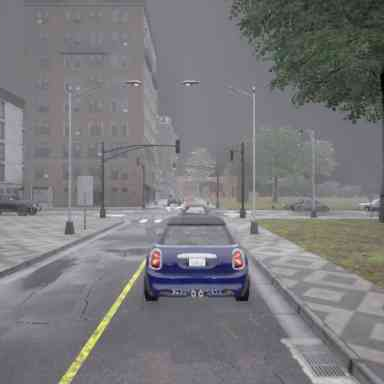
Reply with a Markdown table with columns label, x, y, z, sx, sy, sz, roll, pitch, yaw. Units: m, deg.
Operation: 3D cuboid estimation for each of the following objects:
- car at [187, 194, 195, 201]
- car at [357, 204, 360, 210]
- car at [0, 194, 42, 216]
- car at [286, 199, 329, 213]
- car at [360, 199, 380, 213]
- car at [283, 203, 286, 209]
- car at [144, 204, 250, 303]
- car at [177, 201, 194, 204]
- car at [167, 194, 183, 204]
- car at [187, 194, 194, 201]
| label | x | y | z | sx | sy | sz | roll | pitch | yaw |
| --- | --- | --- | --- | --- | --- | --- | --- | --- | --- |
| car | -0.418 | 1.553 | 85.162 | 2.097 | 1.767 | 4.553 | 0 | 0 | 0 |
| car | 22.946 | 1.638 | 41.162 | 4.674 | 1.442 | 1.812 | 0 | -1 | 0 |
| car | -17.124 | 1.193 | 31.111 | 5.566 | 2.045 | 2.150 | 0 | -1 | 0 |
| car | 13.369 | 1.630 | 37.874 | 4.181 | 1.385 | 1.994 | 0 | -1 | -1 |
| car | 22.607 | 1.623 | 37.907 | 5.357 | 1.411 | 2.033 | 0 | -1 | 0 |
| car | 13.785 | 1.594 | 41.136 | 4.902 | 1.511 | 2.128 | 0 | -1 | 0 |
| car | 0.096 | 1.355 | 8.400 | 2.097 | 1.767 | 4.553 | 0 | 0 | 0 |
| car | 0.226 | 1.543 | 21.216 | 1.812 | 1.442 | 4.674 | 0 | 0 | 3 |
| car | -2.961 | 1.303 | 55.718 | 2.150 | 2.045 | 5.566 | 0 | 0 | -2 |
| car | -0.444 | 1.474 | 95.442 | 2.150 | 2.045 | 5.566 | 0 | 0 | 0 |
